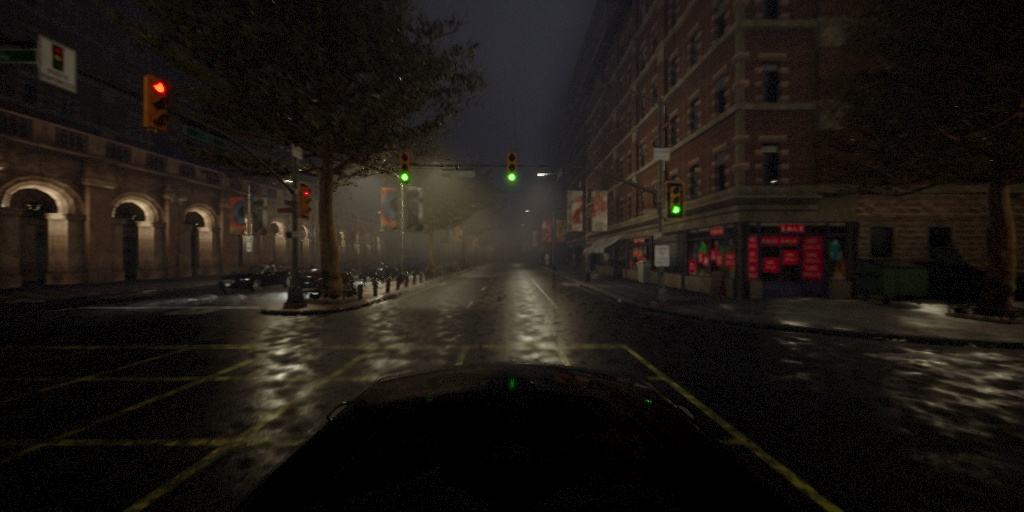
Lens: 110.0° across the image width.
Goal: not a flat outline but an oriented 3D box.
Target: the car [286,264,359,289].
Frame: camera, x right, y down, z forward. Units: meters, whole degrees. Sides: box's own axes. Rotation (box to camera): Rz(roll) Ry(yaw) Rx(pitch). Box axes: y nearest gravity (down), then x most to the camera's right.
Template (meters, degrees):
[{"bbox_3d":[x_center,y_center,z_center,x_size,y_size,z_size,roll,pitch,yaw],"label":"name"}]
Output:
[{"bbox_3d":[-11.587,1.341,22.271,1.994,1.385,4.181,0,0,0],"label":"car"}]

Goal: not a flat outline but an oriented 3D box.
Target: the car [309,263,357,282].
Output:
[{"bbox_3d":[-15.037,1.352,30.367,1.994,1.385,4.181,0,0,1],"label":"car"}]

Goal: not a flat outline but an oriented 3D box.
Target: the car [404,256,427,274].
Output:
[{"bbox_3d":[-11.507,1.024,42.014,2.150,2.045,5.566,0,0,0],"label":"car"}]

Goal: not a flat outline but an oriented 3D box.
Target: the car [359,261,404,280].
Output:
[{"bbox_3d":[-11.533,1.337,31.513,2.033,1.411,5.357,0,0,0],"label":"car"}]

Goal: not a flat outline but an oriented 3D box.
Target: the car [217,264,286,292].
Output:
[{"bbox_3d":[-15.088,1.268,21.484,2.128,1.511,4.902,0,0,0],"label":"car"}]
